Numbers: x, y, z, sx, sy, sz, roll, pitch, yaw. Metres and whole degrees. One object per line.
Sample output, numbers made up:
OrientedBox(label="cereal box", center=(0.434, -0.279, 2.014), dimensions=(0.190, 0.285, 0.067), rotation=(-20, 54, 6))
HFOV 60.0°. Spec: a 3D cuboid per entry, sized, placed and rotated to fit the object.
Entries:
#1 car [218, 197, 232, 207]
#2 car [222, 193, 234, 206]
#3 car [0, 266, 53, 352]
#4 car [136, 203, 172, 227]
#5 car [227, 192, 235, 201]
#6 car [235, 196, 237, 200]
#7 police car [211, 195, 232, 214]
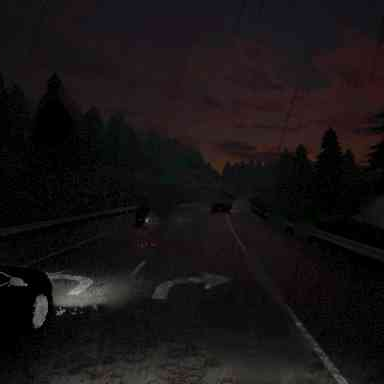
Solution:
OrientedBox(label="car", center=(5.130, 1.529, 50.994), dimensions=(1.812, 1.442, 4.674), rotation=(0, 0, 9))
OrientedBox(label="car", center=(4.260, 1.354, 45.139), dimensions=(2.097, 1.767, 4.553), rotation=(0, 0, 8))
OrientedBox(label="car", center=(-3.322, 1.503, 3.791), dimensions=(1.837, 1.490, 4.892), rotation=(0, 0, 1))
OrientedBox(label="car", center=(-2.522, 1.503, 22.634), dimensions=(1.837, 1.490, 4.892), rotation=(0, 0, 4))
OrientedBox(label="car", center=(7.165, 1.117, 68.494), dimensions=(2.150, 2.045, 5.566), rotation=(0, 0, 11))
OrientedBox(label="car", center=(10.022, 1.405, 83.027), dimensions=(2.033, 1.411, 5.357), rotation=(0, 0, 13))
OrientedBox(label="police car", center=(3.062, 1.427, 35.538), dimensions=(1.930, 1.638, 5.238), rotation=(0, 0, 6))
